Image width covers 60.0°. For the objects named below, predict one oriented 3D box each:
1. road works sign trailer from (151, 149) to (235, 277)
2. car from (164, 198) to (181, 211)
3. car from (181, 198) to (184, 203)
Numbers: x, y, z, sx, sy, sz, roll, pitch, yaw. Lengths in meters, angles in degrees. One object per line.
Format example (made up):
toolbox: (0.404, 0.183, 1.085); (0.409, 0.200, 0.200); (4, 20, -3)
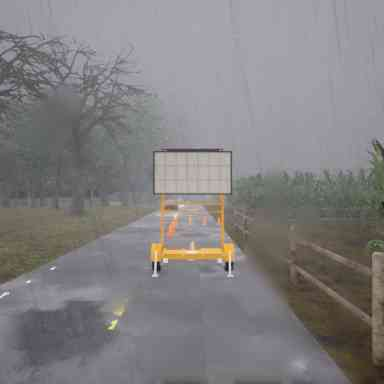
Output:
road works sign trailer: (0.023, 0.478, 10.272); (2.380, 3.560, 2.880); (0, 0, 0)
car: (-2.756, 1.670, 41.512); (1.882, 1.535, 5.008); (0, 0, 0)
car: (-2.590, 2.005, 70.681); (2.128, 1.511, 4.902); (0, -1, 0)
